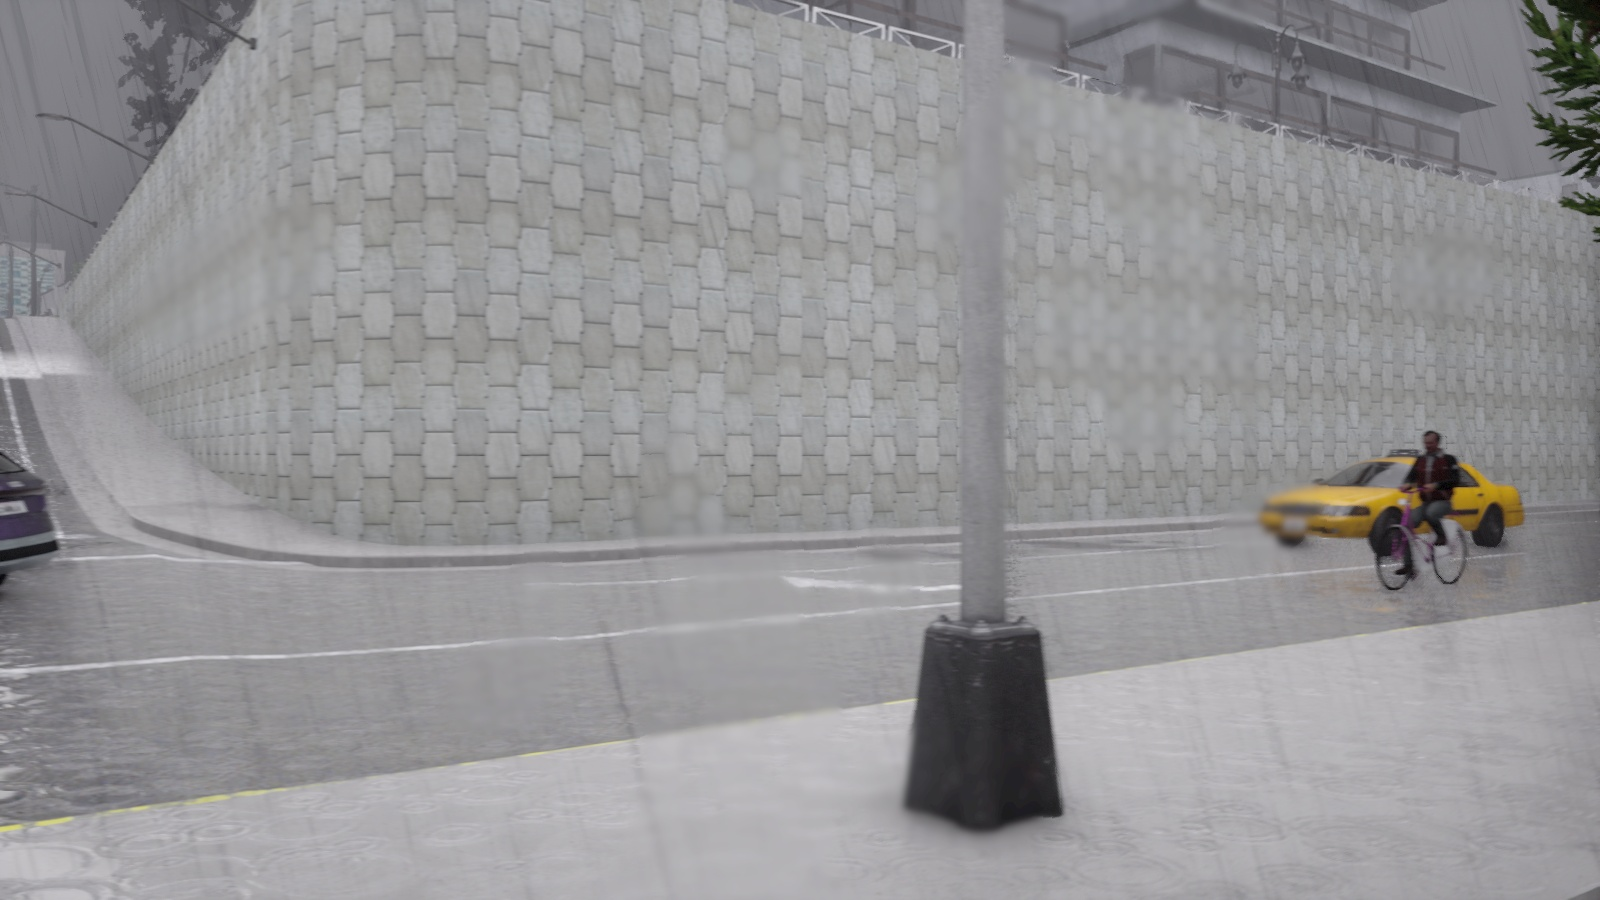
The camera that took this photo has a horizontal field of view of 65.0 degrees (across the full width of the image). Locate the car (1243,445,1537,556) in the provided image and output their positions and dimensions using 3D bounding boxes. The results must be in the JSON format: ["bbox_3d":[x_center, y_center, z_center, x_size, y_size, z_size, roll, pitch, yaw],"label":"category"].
[{"bbox_3d":[9.503,0.713,20.020,5.366,1.575,1.801,0,0,-35],"label":"car"}]

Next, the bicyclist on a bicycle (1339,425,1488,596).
[{"bbox_3d":[6.787,0.635,13.866,1.843,1.776,0.659,0,0,-35],"label":"bicyclist on a bicycle"}]

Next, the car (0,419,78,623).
[{"bbox_3d":[-8.938,0.566,10.276,4.856,1.649,2.033,0,2,-2],"label":"car"}]
